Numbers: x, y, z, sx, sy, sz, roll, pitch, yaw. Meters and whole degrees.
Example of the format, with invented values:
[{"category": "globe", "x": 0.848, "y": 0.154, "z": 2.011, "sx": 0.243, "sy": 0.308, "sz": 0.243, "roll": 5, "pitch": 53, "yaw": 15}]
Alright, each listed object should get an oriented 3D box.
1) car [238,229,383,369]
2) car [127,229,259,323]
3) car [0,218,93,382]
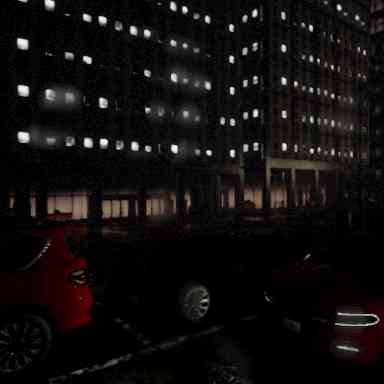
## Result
[{"category": "car", "x": 3.327, "y": 1.419, "z": 5.747, "sx": 5.008, "sy": 1.535, "sz": 1.882, "roll": -1, "pitch": 0, "yaw": -35}, {"category": "car", "x": 0.774, "y": 1.520, "z": 7.116, "sx": 4.313, "sy": 1.339, "sz": 1.947, "roll": -1, "pitch": 0, "yaw": -36}, {"category": "car", "x": -3.724, "y": 1.324, "z": 3.907, "sx": 5.009, "sy": 1.841, "sz": 2.192, "roll": -1, "pitch": 0, "yaw": -36}]
